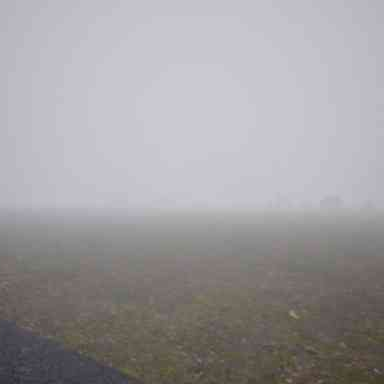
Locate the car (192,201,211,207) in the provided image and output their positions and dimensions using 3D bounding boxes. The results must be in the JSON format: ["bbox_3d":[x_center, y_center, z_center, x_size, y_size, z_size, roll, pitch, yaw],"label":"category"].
[{"bbox_3d":[1.983,2.549,71.073,1.895,1.301,4.718,0,0,36],"label":"car"}]
